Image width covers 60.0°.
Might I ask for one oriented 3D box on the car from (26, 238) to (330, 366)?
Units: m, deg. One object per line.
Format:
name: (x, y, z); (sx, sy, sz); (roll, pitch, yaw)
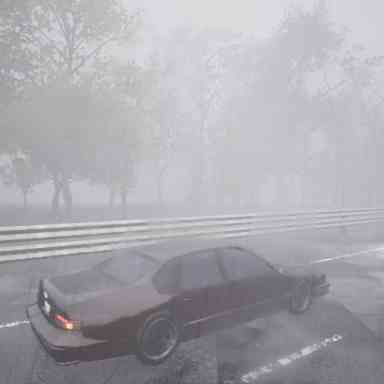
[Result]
car: (0.148, 1.548, 5.815); (5.357, 1.411, 2.033); (0, 0, -36)
